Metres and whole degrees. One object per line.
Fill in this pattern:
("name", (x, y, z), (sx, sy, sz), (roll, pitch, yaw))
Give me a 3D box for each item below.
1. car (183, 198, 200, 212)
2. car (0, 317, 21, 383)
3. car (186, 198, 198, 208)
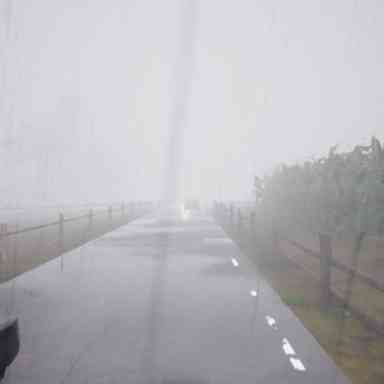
("car", (-0.004, 1.621, 41.345), (2.128, 1.511, 4.902), (0, 0, 0))
("car", (-2.826, 1.600, 1.435), (1.895, 1.301, 4.718), (0, 0, 0))
("car", (-0.001, 1.713, 52.150), (1.837, 1.490, 4.892), (0, 0, 0))
